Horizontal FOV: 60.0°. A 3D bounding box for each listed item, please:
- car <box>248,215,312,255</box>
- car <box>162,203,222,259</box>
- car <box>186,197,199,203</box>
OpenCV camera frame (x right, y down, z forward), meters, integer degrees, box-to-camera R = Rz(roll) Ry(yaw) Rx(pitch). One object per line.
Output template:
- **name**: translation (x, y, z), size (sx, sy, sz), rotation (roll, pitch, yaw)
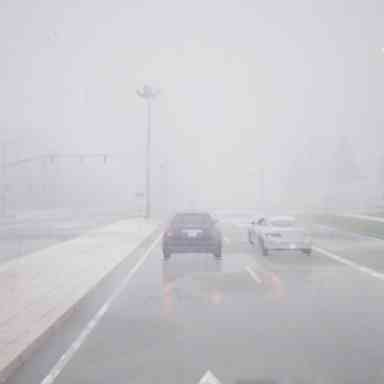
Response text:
- **car**: translation (3.531, 1.678, 13.876), size (1.812, 1.442, 4.674), rotation (0, 0, 1)
- **car**: translation (0.027, 1.499, 13.410), size (2.097, 1.767, 4.553), rotation (0, -1, 1)
- **car**: translation (-0.107, 2.269, 67.936), size (1.812, 1.442, 4.674), rotation (0, -1, -1)
